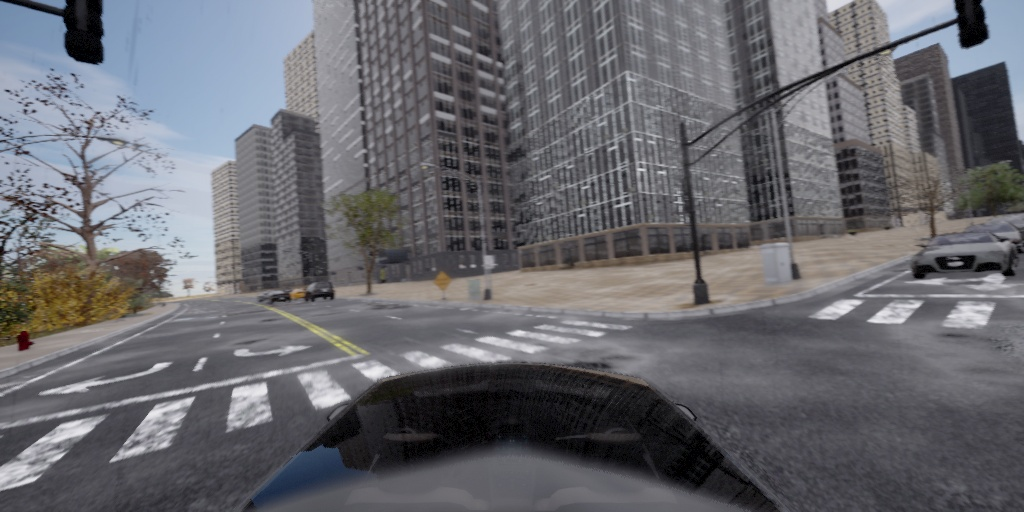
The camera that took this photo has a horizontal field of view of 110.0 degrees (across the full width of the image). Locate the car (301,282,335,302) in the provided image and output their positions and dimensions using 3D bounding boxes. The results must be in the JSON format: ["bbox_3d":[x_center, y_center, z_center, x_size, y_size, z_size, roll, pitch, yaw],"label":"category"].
[{"bbox_3d":[-21.036,3.893,39.185,2.150,2.045,5.566,-3,-3,-39],"label":"car"}]

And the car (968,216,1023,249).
[{"bbox_3d":[22.738,-0.862,17.048,5.357,1.411,2.033,-5,-2,-33],"label":"car"}]

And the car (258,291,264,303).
[{"bbox_3d":[-33.335,5.492,48.871,2.128,1.511,4.902,-2,-3,-41],"label":"car"}]

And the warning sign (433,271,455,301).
[{"bbox_3d":[-4.258,1.863,22.518,1.300,1.860,1.060,0,0,-37],"label":"warning sign"}]

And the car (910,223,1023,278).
[{"bbox_3d":[15.063,-0.109,11.967,4.181,1.385,1.994,-5,-2,-33],"label":"car"}]

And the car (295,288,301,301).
[{"bbox_3d":[-28.008,5.014,47.530,1.882,1.535,5.008,-2,-3,-40],"label":"car"}]

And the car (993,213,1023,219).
[{"bbox_3d":[30.993,-1.724,22.500,5.008,1.535,1.882,-6,-2,-33],"label":"car"}]

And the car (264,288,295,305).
[{"bbox_3d":[-26.649,4.652,40.974,1.882,1.535,5.008,-3,-3,-40],"label":"car"}]
